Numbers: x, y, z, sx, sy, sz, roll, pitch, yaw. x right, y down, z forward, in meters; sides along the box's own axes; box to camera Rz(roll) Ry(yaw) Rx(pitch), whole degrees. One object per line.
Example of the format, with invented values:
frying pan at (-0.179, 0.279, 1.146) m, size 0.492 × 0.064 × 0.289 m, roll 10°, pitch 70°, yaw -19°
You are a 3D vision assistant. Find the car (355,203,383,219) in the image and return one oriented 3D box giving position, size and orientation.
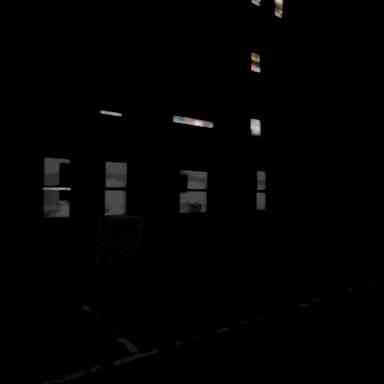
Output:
car at (15.247, 1.518, 26.363) m, size 1.994 × 1.385 × 4.181 m, roll 1°, pitch 1°, yaw -33°
